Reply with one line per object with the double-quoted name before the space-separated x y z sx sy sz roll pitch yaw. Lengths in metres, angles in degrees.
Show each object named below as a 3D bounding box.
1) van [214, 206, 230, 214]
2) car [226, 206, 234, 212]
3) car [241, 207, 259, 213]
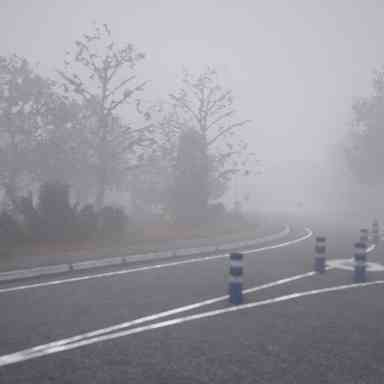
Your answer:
"van" 7.935 4.789 87.639 1.878 1.987 4.442 2 -5 -31
"car" 10.865 4.700 82.847 2.163 1.488 4.792 2 -5 -31
"car" 13.747 4.374 78.179 2.002 1.452 4.674 4 -6 -31
